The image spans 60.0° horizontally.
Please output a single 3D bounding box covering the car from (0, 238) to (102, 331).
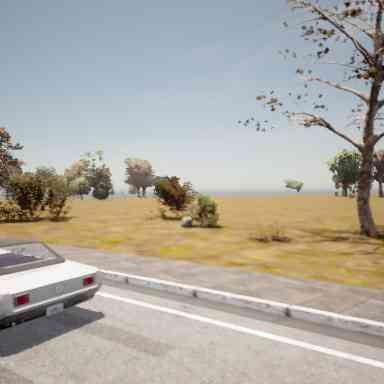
[{"bbox_3d":[-4.070,1.593,6.550,4.718,1.301,1.895,0,0,33],"label":"car"}]
